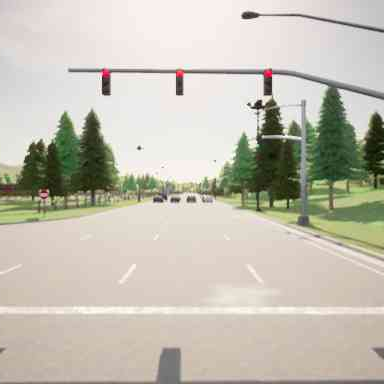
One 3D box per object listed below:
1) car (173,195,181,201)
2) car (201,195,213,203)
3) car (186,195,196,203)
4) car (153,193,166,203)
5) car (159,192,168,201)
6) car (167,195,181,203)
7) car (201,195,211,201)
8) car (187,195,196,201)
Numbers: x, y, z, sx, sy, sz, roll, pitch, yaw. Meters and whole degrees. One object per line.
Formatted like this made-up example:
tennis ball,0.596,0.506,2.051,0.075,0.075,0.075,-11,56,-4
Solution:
car,-3.643,1.494,81.017,1.895,1.301,4.718,0,0,0
car,3.375,1.575,70.996,1.812,1.442,4.674,0,0,0
car,-0.125,1.405,70.926,2.097,1.767,4.553,0,0,0
car,-7.125,1.528,70.561,1.882,1.535,5.008,0,0,0
car,-7.143,1.124,81.011,2.150,2.045,5.566,0,0,0
car,-3.625,1.550,70.567,1.837,1.490,4.892,0,0,0
car,3.357,1.424,80.999,2.128,1.511,4.902,0,0,0
car,-0.143,1.452,80.993,1.994,1.385,4.181,0,0,0
